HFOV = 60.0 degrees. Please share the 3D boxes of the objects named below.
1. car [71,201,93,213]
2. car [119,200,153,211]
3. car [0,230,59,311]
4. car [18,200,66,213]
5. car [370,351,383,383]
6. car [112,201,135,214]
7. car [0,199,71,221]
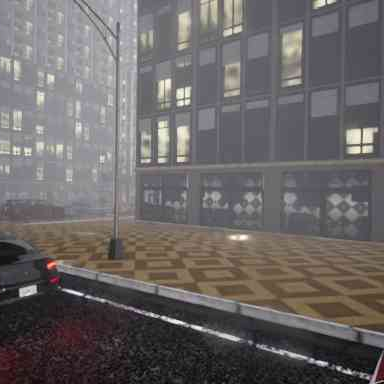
[{"bbox_3d":[-13.734,1.740,39.037,1.994,1.385,4.181,1,0,37],"label":"car"},{"bbox_3d":[-7.834,1.864,47.048,1.895,1.301,4.718,1,0,36],"label":"car"},{"bbox_3d":[-4.674,1.521,7.001,4.674,1.442,1.812,0,0,35],"label":"car"},{"bbox_3d":[-17.290,1.638,38.599,1.752,1.417,4.829,1,0,36],"label":"car"},{"bbox_3d":[3.219,1.353,1.393,4.553,1.767,2.097,0,0,35],"label":"car"},{"bbox_3d":[-6.994,1.826,38.448,1.752,1.417,4.829,1,0,36],"label":"car"},{"bbox_3d":[-13.780,1.515,29.228,2.192,1.841,5.009,1,0,36],"label":"car"}]
